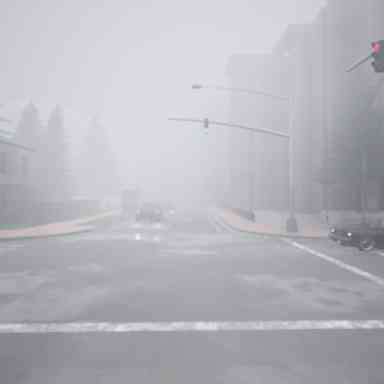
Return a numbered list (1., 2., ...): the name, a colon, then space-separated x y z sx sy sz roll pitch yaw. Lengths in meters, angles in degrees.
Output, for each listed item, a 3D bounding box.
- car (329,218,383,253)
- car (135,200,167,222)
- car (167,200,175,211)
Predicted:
1. car: 8.362 1.760 13.959 4.718 1.301 1.895 0 -1 -2
2. car: -3.613 1.630 28.931 2.097 1.767 4.553 0 -1 0
3. car: -3.589 1.981 49.959 1.837 1.490 4.892 0 -1 0
